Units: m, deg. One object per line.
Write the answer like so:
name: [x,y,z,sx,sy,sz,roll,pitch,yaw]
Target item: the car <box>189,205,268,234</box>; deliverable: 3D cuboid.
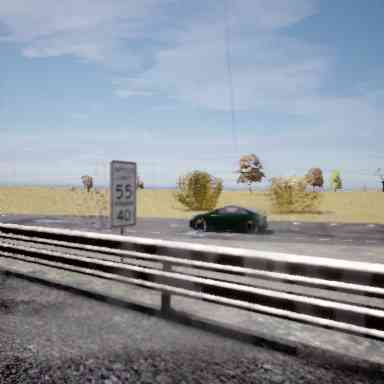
car: [1.953,1.407,17.843,4.181,1.385,1.994,0,0,19]
